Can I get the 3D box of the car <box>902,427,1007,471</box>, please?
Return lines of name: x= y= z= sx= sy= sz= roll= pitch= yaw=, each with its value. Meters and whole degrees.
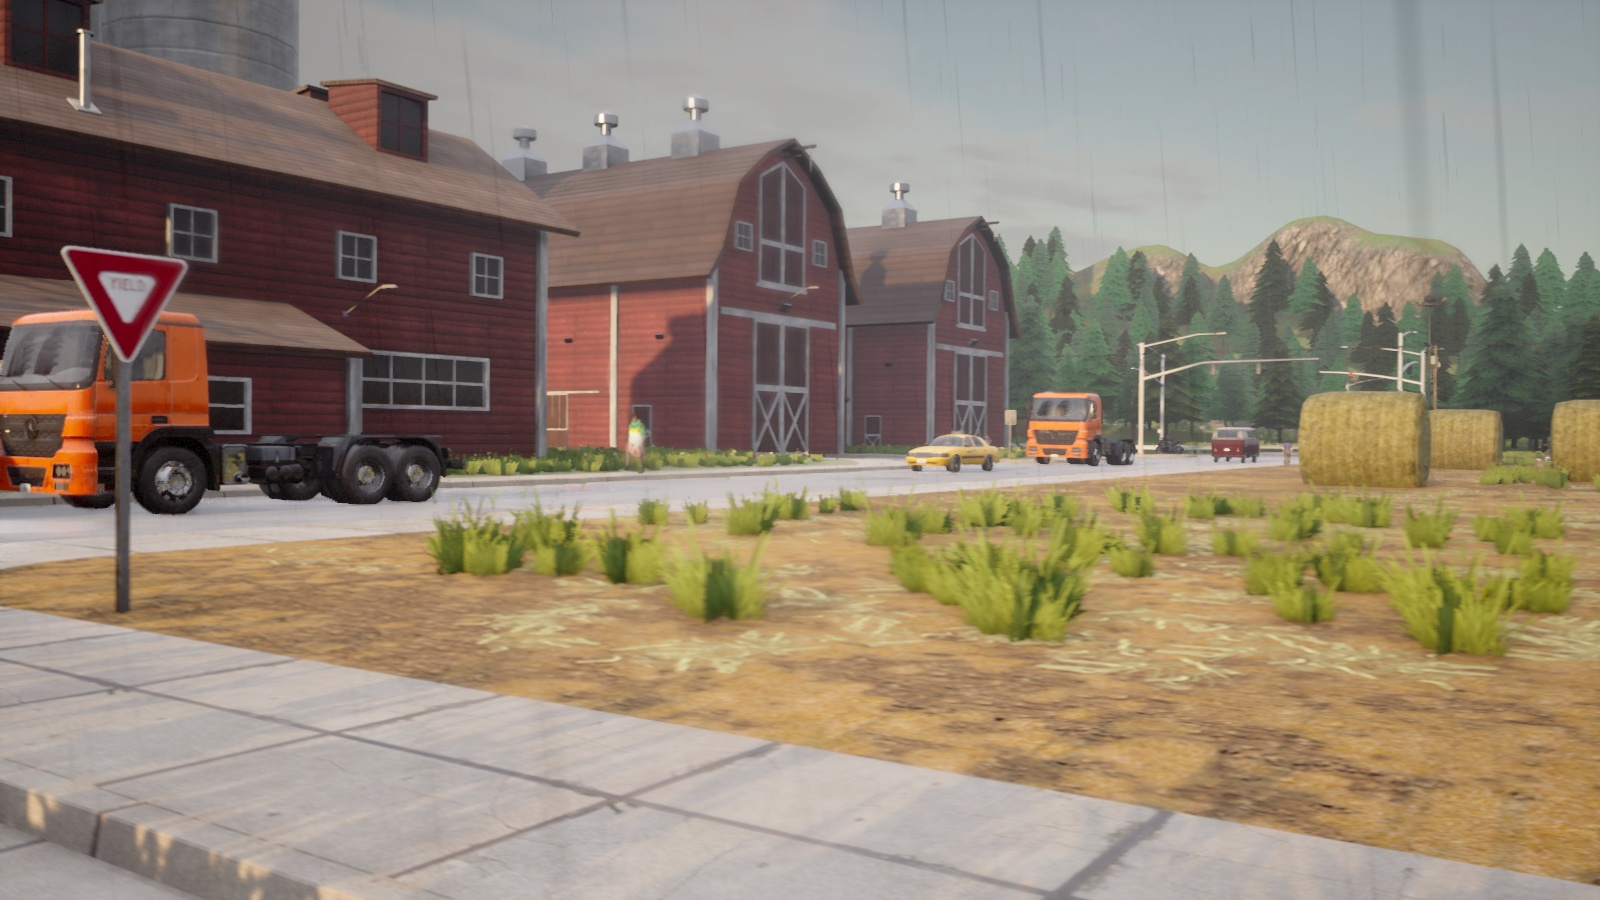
car: x=5.994 y=-0.074 z=48.105 sx=1.801 sy=1.575 sz=5.366 roll=0 pitch=1 yaw=33

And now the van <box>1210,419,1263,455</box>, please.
van: x=24.496 y=-0.732 z=70.416 sx=1.775 sy=1.987 sz=4.442 roll=0 pitch=1 yaw=33

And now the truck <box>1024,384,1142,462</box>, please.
truck: x=13.630 y=-1.247 z=59.982 sx=2.891 sy=3.462 sz=7.936 roll=1 pitch=1 yaw=33

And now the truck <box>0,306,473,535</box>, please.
truck: x=-10.071 y=-0.509 z=23.116 sx=2.891 sy=3.462 sz=7.936 roll=0 pitch=1 yaw=33

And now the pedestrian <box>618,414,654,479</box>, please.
pedestrian: x=-5.002 y=-0.121 z=38.375 sx=0.659 sy=1.952 sz=0.873 roll=0 pitch=1 yaw=30
